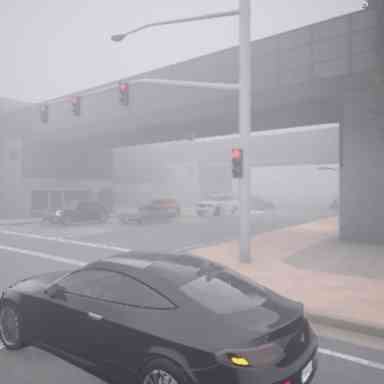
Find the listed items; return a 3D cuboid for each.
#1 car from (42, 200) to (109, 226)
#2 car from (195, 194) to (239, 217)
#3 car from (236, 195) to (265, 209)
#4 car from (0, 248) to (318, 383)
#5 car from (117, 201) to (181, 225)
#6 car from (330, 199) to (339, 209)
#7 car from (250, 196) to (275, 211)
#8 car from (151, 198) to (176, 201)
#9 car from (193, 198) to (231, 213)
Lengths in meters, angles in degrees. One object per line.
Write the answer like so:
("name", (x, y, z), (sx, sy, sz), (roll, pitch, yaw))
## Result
("car", (-8.153, 1.352, 23.517), (2.097, 1.767, 4.553), (0, 0, 36))
("car", (2.532, 1.216, 32.291), (2.150, 2.045, 5.566), (0, 0, 36))
("car", (8.173, 1.341, 45.984), (2.097, 1.767, 4.553), (0, 0, 36))
("car", (-0.782, 1.525, 4.510), (4.674, 1.442, 1.812), (0, 0, 35))
("car", (-3.203, 1.599, 24.382), (1.895, 1.301, 4.718), (0, 0, 36))
("car", (19.373, 1.547, 43.251), (1.994, 1.385, 4.181), (0, 0, 36))
("car", (8.481, 1.554, 40.468), (1.994, 1.385, 4.181), (0, 0, 36))
("car", (-3.041, 1.349, 30.566), (2.097, 1.767, 4.553), (0, 0, 36))
("car", (2.391, 1.471, 38.050), (1.882, 1.535, 5.008), (0, 0, 36))
